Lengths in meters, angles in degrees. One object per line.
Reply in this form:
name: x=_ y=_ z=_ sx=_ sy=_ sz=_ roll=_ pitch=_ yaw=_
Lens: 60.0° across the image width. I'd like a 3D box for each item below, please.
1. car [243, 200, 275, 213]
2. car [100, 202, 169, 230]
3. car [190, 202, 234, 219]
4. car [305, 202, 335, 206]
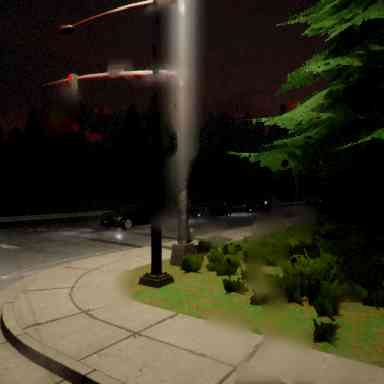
car: x=7.478 y=1.574 z=36.955 sx=1.895 sy=1.301 sz=4.718 roll=0 pitch=0 yaw=36
car: x=-3.547 y=1.451 z=21.159 sx=1.882 sy=1.535 sz=5.008 roll=0 pitch=0 yaw=35
car: x=1.820 y=1.574 z=28.918 sx=1.895 sy=1.301 sz=4.718 roll=0 pitch=0 yaw=35
car: x=16.379 y=1.195 z=42.928 sx=2.150 sy=2.045 sz=5.566 roll=0 pitch=0 yaw=36
